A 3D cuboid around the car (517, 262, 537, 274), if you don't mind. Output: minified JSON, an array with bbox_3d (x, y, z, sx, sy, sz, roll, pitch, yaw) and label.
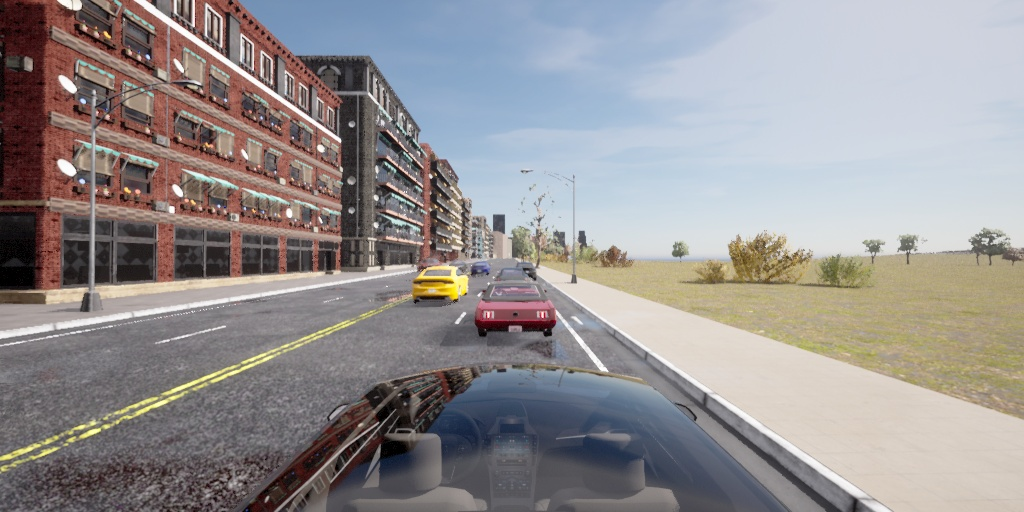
[{"bbox_3d":[1.053,1.267,30.306,1.837,1.490,4.892,0,0,0],"label":"car"}]

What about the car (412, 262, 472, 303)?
[{"bbox_3d":[-3.195,1.234,16.749,1.882,1.535,5.008,0,0,0],"label":"car"}]

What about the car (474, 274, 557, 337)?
[{"bbox_3d":[0.076,1.355,10.282,1.895,1.301,4.718,0,0,0],"label":"car"}]

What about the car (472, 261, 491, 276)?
[{"bbox_3d":[-3.251,1.290,38.004,1.812,1.442,4.674,0,0,0],"label":"car"}]

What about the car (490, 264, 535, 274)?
[{"bbox_3d":[0.037,1.322,20.313,1.994,1.385,4.181,0,0,0],"label":"car"}]

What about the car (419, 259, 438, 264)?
[{"bbox_3d":[-9.971,1.118,43.276,2.097,1.767,4.553,0,0,0],"label":"car"}]

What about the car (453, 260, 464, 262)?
[{"bbox_3d":[-6.725,1.257,44.509,2.128,1.511,4.902,0,0,0],"label":"car"}]
